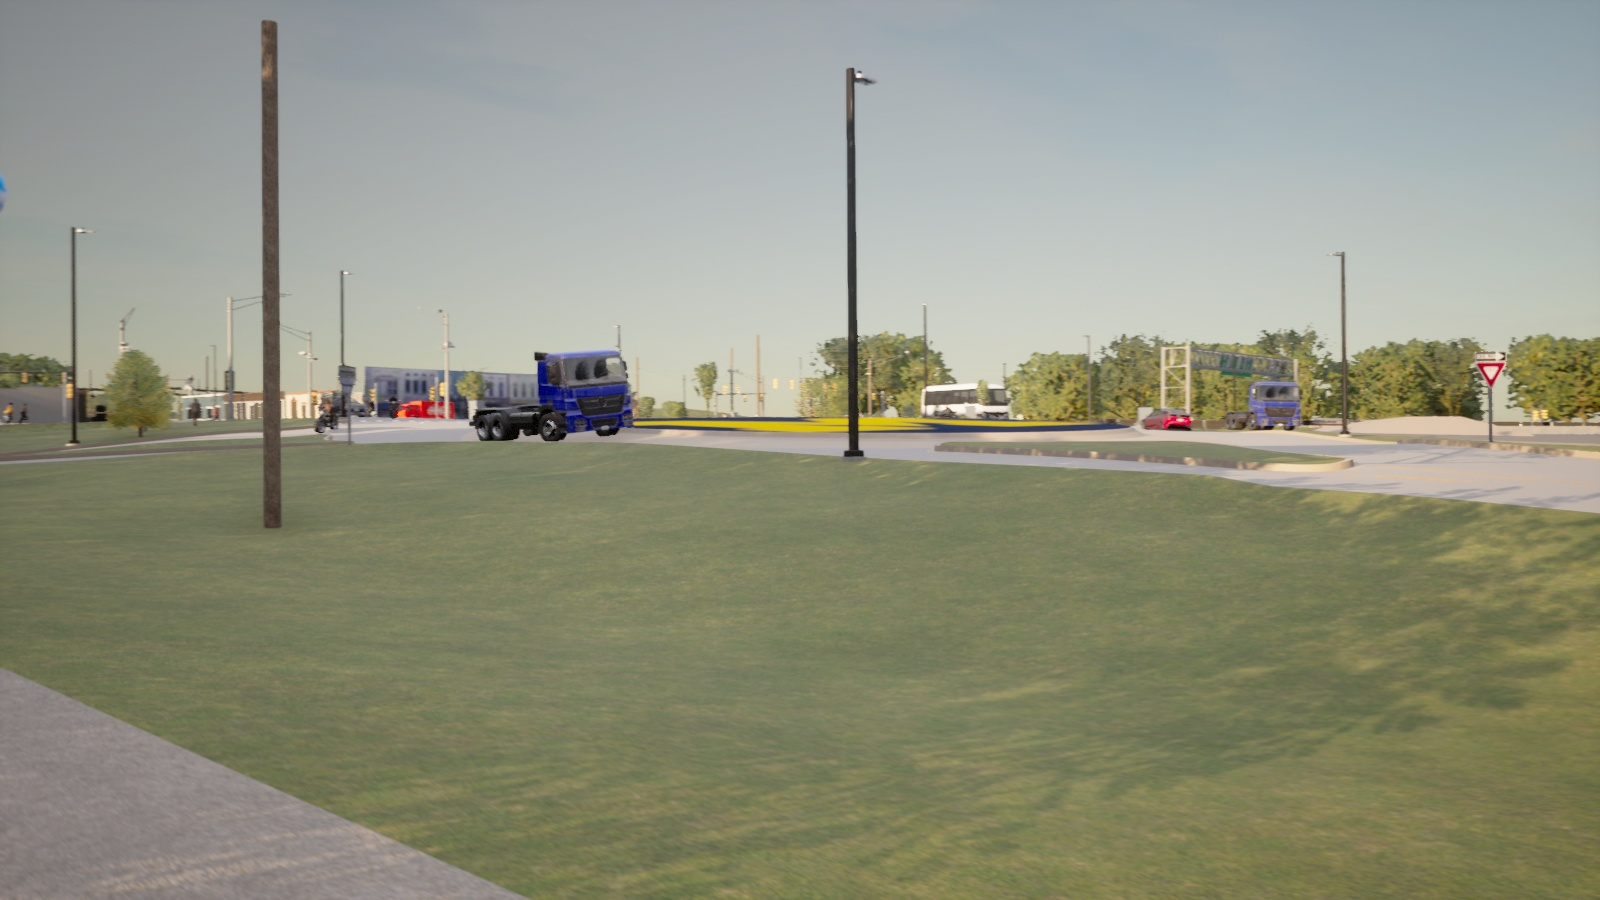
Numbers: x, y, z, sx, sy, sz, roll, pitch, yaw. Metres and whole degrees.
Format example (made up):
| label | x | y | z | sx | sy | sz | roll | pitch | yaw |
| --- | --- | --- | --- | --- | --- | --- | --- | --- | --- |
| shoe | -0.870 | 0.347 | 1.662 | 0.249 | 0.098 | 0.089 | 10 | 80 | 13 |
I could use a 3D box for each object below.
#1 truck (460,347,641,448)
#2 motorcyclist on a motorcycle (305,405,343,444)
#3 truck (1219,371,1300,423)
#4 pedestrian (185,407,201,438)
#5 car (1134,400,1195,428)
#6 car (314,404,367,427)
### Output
| label | x | y | z | sx | sy | sz | roll | pitch | yaw |
| --- | --- | --- | --- | --- | --- | --- | --- | --- | --- |
| truck | -9.955 | -1.978 | 49.405 | 2.891 | 3.462 | 7.936 | -10 | 7 | -43 |
| motorcyclist on a motorcycle | -22.769 | -1.237 | 60.139 | 0.766 | 1.649 | 2.350 | 0 | 7 | 2 |
| truck | 32.128 | -3.663 | 88.232 | 2.891 | 3.462 | 7.936 | 0 | 2 | 1 |
| pedestrian | -39.615 | -1.778 | 81.937 | 0.873 | 1.952 | 0.659 | -2 | 0 | 45 |
| car | 22.429 | -2.229 | 77.497 | 2.007 | 1.525 | 4.514 | 3 | 2 | -5 |
| car | -31.711 | -2.355 | 86.646 | 3.705 | 1.549 | 1.789 | 0 | 1 | 40 |
